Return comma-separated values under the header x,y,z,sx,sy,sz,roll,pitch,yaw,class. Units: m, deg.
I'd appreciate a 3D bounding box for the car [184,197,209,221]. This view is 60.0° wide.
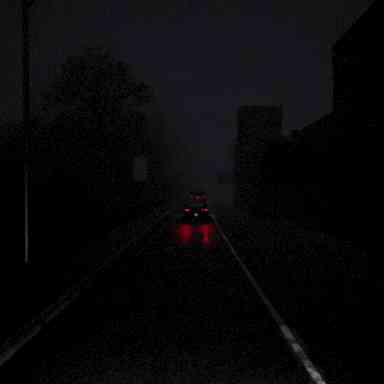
x,y,z,sx,sy,sz,roll,pitch,yaw,class
0.338,1.376,25.534,1.812,1.442,4.674,0,1,1,car

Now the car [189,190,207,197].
x,y,z,sx,sy,sz,roll,pitch,yaw,class
0.773,0.724,42.973,2.150,2.045,5.566,0,1,2,car
